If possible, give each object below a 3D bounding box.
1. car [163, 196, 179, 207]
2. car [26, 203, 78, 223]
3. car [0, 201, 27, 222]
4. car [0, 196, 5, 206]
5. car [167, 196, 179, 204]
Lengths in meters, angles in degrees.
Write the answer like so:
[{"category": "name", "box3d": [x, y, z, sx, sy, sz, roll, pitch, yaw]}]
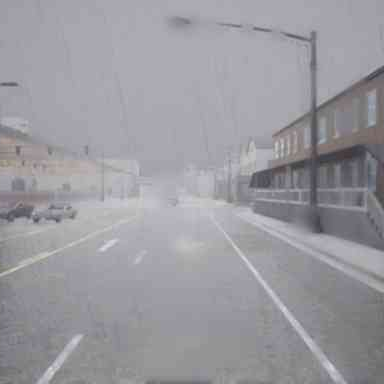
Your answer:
[{"category": "car", "box3d": [-3.484, 1.576, 51.843, 1.895, 1.301, 4.718, 0, 0, 0]}, {"category": "car", "box3d": [-10.493, 1.586, 25.689, 1.895, 1.301, 4.718, 0, 0, 0]}, {"category": "car", "box3d": [-13.993, 1.476, 25.791, 2.128, 1.511, 4.902, 0, 0, 0]}, {"category": "car", "box3d": [-30.720, 1.421, 49.345, 2.038, 1.542, 4.974, 0, 0, 29]}, {"category": "car", "box3d": [-3.481, 1.496, 61.820, 1.812, 1.442, 4.674, 0, 0, 0]}]
